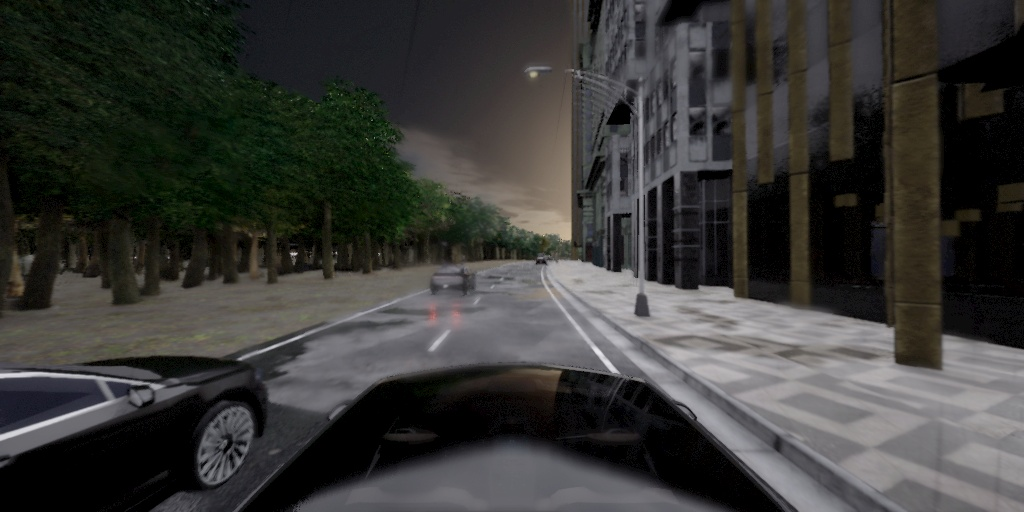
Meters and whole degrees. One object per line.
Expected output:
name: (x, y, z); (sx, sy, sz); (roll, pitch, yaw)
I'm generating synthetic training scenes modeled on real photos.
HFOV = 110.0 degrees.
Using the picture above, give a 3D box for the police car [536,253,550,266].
police car: (5.261, 0.826, 63.861); (1.930, 1.638, 5.238); (0, 1, 7)

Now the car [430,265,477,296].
car: (-3.033, 1.225, 19.264); (2.128, 1.511, 4.902); (0, 0, 2)

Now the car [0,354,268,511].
car: (-3.373, 1.236, 1.640); (2.128, 1.511, 4.902); (0, 0, 0)
